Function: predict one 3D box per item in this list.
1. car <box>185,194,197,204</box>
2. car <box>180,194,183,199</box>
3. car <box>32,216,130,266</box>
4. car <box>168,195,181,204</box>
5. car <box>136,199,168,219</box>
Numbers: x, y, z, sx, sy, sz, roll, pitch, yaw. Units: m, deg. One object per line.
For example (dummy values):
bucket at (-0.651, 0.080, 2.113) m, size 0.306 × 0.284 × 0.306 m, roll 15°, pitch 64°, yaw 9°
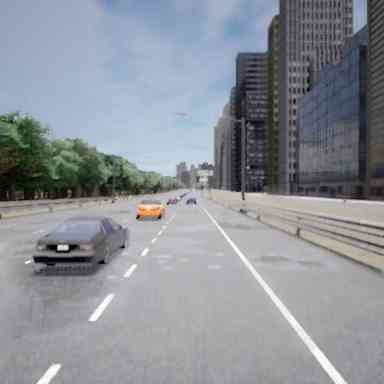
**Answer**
car at (-0.102, 1.603, 65.781) m, size 1.812 × 1.442 × 4.674 m, roll 0°, pitch 0°, yaw 0°
car at (-3.829, 1.699, 83.692) m, size 1.895 × 1.301 × 4.718 m, roll 0°, pitch 0°, yaw 0°
car at (-3.503, 1.552, 11.536) m, size 2.033 × 1.411 × 5.357 m, roll 0°, pitch 0°, yaw 0°
car at (-3.683, 1.621, 63.202) m, size 2.033 × 1.411 × 5.357 m, roll 0°, pitch 0°, yaw 0°
car at (-3.537, 1.371, 29.188) m, size 2.097 × 1.767 × 4.553 m, roll 0°, pitch 0°, yaw 0°
